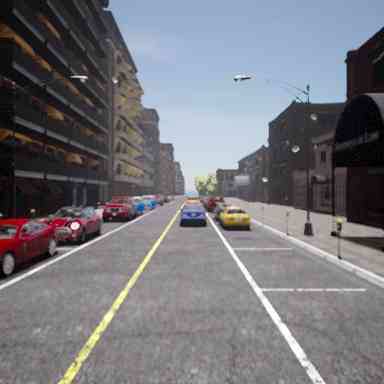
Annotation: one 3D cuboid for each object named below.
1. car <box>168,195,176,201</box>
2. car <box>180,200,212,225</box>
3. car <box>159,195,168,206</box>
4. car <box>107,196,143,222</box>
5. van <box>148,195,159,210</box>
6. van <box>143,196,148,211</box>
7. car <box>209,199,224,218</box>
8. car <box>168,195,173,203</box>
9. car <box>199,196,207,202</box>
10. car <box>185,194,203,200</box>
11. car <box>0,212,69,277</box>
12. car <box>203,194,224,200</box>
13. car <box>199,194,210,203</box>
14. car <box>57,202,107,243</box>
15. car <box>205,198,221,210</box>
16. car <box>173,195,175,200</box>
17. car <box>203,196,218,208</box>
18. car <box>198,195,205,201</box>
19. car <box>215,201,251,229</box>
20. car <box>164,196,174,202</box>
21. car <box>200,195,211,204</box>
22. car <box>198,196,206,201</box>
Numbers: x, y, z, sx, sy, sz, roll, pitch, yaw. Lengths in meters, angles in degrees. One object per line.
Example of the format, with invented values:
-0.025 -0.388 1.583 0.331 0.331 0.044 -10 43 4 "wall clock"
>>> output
-5.707 1.554 93.382 1.967 1.590 4.097 0 0 0 "car"
0.097 1.552 24.363 2.033 1.411 5.357 0 0 0 "car"
-5.698 1.351 54.608 2.192 1.841 5.009 0 0 0 "car"
-5.692 1.321 26.912 2.192 1.841 5.009 0 0 0 "car"
-5.696 1.362 43.529 1.690 1.788 3.998 0 0 0 "van"
-5.694 1.351 32.452 1.690 1.788 3.998 0 0 0 "van"
2.687 1.557 26.913 2.008 1.369 4.403 0 0 0 "car"
-5.701 1.628 71.227 1.947 1.339 4.313 0 0 0 "car"
2.677 1.666 82.305 1.802 1.307 4.206 0 0 0 "car"
0.092 1.374 44.640 2.097 1.767 4.553 0 0 0 "car"
-5.690 1.545 10.294 1.887 1.381 4.507 0 0 0 "car"
2.686 1.331 37.991 2.192 1.841 5.009 0 0 0 "car"
2.680 1.377 71.229 2.192 1.841 5.009 0 0 0 "car"
-5.690 1.442 15.832 1.967 1.590 4.097 0 0 0 "car"
2.684 1.547 43.701 1.752 1.417 4.829 0 0 0 "car"
-5.702 1.623 76.765 2.008 1.369 4.403 0 0 0 "car"
2.683 1.469 49.070 1.967 1.590 4.097 0 0 0 "car"
2.674 1.665 93.382 2.008 1.369 4.403 0 0 0 "car"
2.689 1.529 21.544 1.752 1.417 4.829 0 0 0 "car"
-5.704 1.635 82.303 2.008 1.369 4.403 0 0 0 "car"
2.681 1.494 65.689 1.967 1.590 4.097 0 0 0 "car"
2.675 1.664 87.845 1.947 1.339 4.313 0 0 0 "car"
